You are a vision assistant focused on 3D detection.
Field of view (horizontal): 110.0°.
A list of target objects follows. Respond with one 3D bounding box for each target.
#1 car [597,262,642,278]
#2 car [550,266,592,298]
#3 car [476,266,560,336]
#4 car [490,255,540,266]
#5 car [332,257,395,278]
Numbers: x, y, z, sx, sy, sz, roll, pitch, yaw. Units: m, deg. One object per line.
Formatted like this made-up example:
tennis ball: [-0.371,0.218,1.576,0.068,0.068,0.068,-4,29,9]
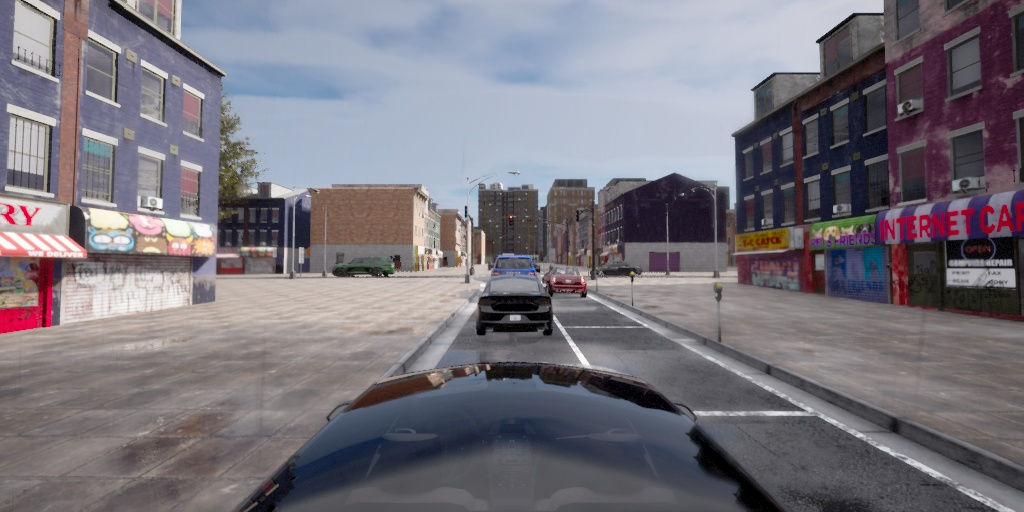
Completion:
car: [9.705,1.336,33.854,4.892,1.490,1.837,0,-2,4]
car: [2.631,1.210,18.783,1.967,1.591,4.097,0,0,0]
car: [0.044,1.235,10.505,1.882,1.535,5.008,0,0,-1]
car: [0.083,0.991,18.097,2.150,2.045,5.566,0,0,0]
car: [-13.904,1.102,33.801,5.566,2.045,2.150,0,-2,0]
